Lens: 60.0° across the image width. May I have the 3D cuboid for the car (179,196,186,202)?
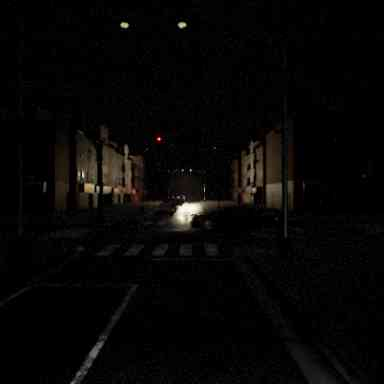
[{"bbox_3d":[-2.633,1.936,94.217,1.752,1.417,4.829,0,0,0],"label":"car"}]

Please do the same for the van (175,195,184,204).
[{"bbox_3d":[-2.632,1.624,71.966,1.690,1.788,3.998,0,0,0],"label":"van"}]

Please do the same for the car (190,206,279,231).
[{"bbox_3d":[2.587,1.607,20.549,5.357,1.411,2.033,0,0,0],"label":"car"}]

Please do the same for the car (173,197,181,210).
[{"bbox_3d":[-2.632,1.664,38.332,1.887,1.381,4.507,0,0,0],"label":"car"}]

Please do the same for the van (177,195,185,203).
[{"bbox_3d":[-2.632,1.655,77.571,1.690,1.788,3.998,0,0,0],"label":"van"}]

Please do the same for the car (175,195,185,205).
[{"bbox_3d":[-2.632,1.636,55.149,1.967,1.590,4.097,0,0,0],"label":"car"}]

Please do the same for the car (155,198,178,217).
[{"bbox_3d":[-2.632,1.622,32.558,1.752,1.417,4.829,0,0,0],"label":"car"}]

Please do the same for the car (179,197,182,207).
[{"bbox_3d":[-2.632,1.725,43.937,1.802,1.307,4.206,0,0,0],"label":"car"}]
